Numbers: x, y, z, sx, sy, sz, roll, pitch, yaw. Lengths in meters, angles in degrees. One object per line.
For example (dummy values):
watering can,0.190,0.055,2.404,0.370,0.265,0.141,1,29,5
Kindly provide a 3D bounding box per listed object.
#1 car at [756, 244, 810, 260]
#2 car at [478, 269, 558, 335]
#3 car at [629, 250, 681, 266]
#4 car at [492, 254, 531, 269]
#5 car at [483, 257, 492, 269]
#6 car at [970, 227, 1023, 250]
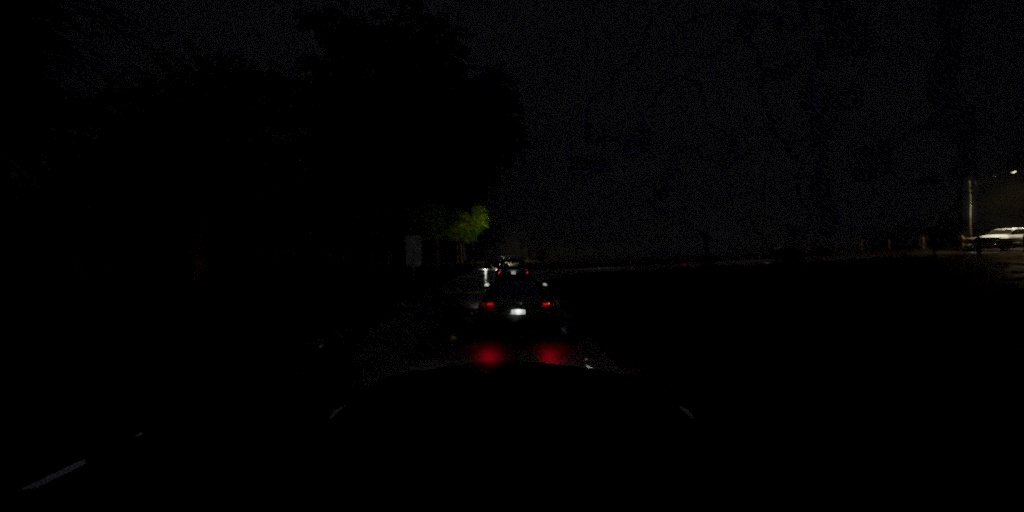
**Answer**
car,26.891,-0.385,35.597,4.674,1.442,1.812,-3,1,1
car,0.120,1.245,10.286,1.994,1.385,4.181,0,0,-1
car,14.230,0.202,35.743,4.902,1.511,2.128,-3,1,1
car,0.097,0.944,22.533,2.097,1.767,4.553,0,0,1
car,-2.735,0.922,48.480,1.837,1.490,4.892,0,1,-1
car,48.815,-1.736,35.248,5.566,2.045,2.150,-3,1,1
